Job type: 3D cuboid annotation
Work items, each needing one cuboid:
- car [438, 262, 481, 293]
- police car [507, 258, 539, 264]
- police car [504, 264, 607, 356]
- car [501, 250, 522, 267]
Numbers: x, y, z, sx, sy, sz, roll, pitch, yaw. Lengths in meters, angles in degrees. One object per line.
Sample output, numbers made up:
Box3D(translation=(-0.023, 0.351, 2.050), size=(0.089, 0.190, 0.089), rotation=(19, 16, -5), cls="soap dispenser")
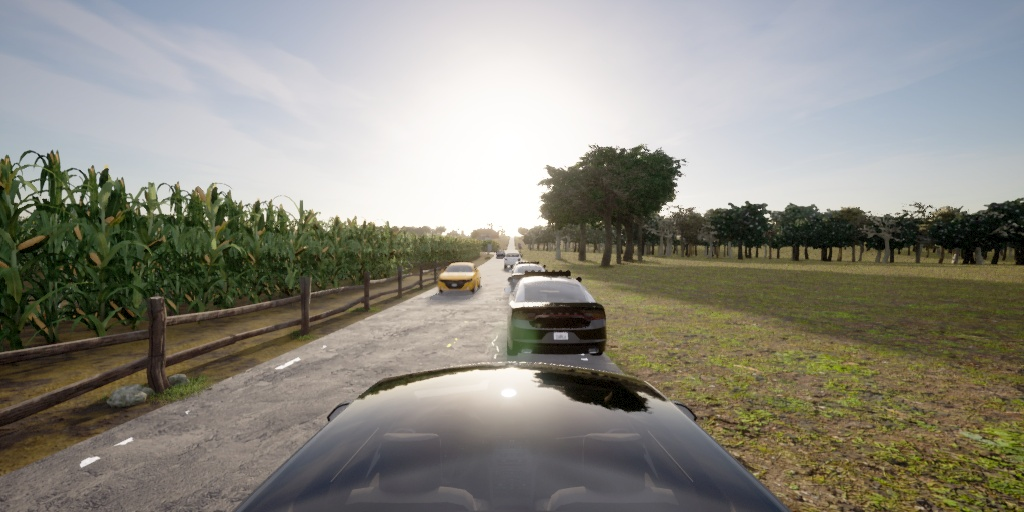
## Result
Box3D(translation=(-2.806, 1.131, 19.999), size=(1.882, 1.535, 5.008), rotation=(0, 0, 0), cls="car")
Box3D(translation=(0.865, 1.090, 18.722), size=(1.930, 1.638, 5.238), rotation=(0, 0, 0), cls="police car")
Box3D(translation=(0.843, 1.154, 8.721), size=(1.930, 1.638, 5.238), rotation=(0, 0, 0), cls="police car")
Box3D(translation=(0.129, 0.527, 46.089), size=(2.150, 2.045, 5.566), rotation=(0, 1, 1), cls="car")
